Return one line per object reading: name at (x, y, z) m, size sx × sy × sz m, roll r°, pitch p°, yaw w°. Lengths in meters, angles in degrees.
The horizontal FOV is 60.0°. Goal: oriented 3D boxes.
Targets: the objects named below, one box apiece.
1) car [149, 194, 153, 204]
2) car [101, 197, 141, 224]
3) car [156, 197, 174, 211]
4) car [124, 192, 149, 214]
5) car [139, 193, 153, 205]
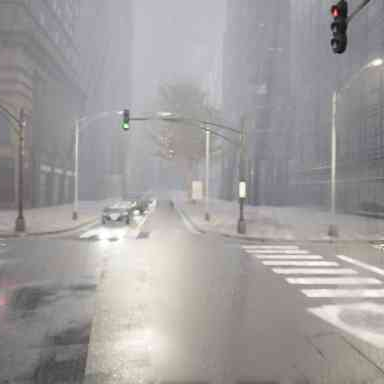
car at (-6.566, 1.249, 43.333) m, size 2.128 × 1.511 × 4.902 m, roll 1°, pitch 0°, yaw -4°
car at (-5.110, 1.385, 23.507) m, size 2.128 × 1.511 × 4.902 m, roll 1°, pitch 0°, yaw -4°
car at (-3.021, 1.319, 37.600) m, size 1.882 × 1.535 × 5.008 m, roll 1°, pitch 0°, yaw -5°
car at (-5.854, 1.052, 33.364) m, size 2.150 × 2.045 × 5.566 m, roll 1°, pitch 0°, yaw -4°
car at (-7.364, 1.020, 53.590) m, size 2.097 × 1.767 × 4.553 m, roll 1°, pitch 0°, yaw -4°
